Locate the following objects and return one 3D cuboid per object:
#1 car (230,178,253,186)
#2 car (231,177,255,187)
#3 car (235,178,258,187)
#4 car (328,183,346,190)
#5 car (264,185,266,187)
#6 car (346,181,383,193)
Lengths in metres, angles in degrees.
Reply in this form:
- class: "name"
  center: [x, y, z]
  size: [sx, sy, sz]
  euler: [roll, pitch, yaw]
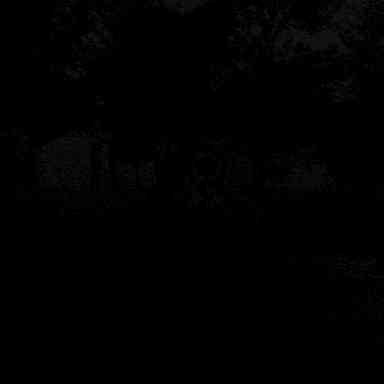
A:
- class: "car"
  center: [11.183, -2.122, 78.042]
  size: [4.892, 1.521, 2.231]
  euler: [3, 2, 3]
- class: "car"
  center: [12.351, -2.389, 80.761]
  size: [5.566, 2.045, 2.435]
  euler: [3, 2, 3]
- class: "car"
  center: [13.609, -2.399, 83.487]
  size: [5.566, 2.045, 2.435]
  euler: [3, 1, 4]
- class: "car"
  center: [22.227, -0.909, 48.299]
  size: [2.128, 1.511, 4.902]
  euler: [2, 3, -36]
- class: "car"
  center: [17.270, -2.456, 91.618]
  size: [5.566, 2.045, 2.435]
  euler: [3, 1, 4]
- class: "car"
  center: [22.467, -0.584, 42.246]
  size: [1.994, 1.385, 4.181]
  euler: [2, 3, -31]
